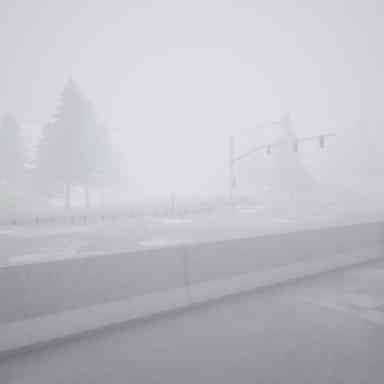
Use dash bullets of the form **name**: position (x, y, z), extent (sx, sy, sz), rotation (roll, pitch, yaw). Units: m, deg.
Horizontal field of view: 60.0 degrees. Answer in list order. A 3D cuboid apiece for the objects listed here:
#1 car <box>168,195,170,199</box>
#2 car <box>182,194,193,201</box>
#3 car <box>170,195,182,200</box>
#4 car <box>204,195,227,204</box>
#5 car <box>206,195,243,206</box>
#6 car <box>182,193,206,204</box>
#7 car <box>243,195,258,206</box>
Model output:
- **car**: position (-4.531, 1.351, 77.491), extent (1.895, 1.301, 4.718), rotation (0, 0, -10)
- **car**: position (-1.178, 1.213, 78.692), extent (1.882, 1.535, 5.008), rotation (0, 0, -10)
- **car**: position (-2.452, 1.380, 67.610), extent (1.895, 1.301, 4.718), rotation (0, 0, -17)
- **car**: position (4.148, 1.267, 59.120), extent (2.128, 1.511, 4.902), rotation (0, 0, -22)
- **car**: position (4.752, 1.354, 49.402), extent (2.033, 1.411, 5.357), rotation (0, 0, -28)
- **car**: position (0.579, 1.343, 58.510), extent (2.033, 1.411, 5.357), rotation (0, 0, -22)
- **car**: position (8.052, 1.290, 50.728), extent (1.837, 1.490, 4.892), rotation (0, 0, -28)
